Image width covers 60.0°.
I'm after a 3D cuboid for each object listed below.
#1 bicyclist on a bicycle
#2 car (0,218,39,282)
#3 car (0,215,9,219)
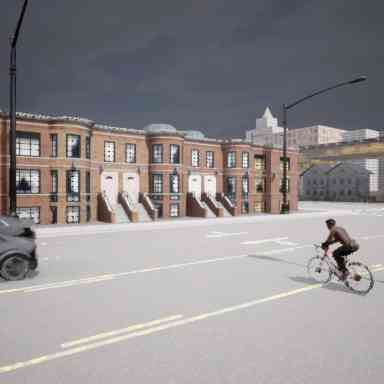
[{"bbox_3d":[3.374,1.453,7.722,0.582,1.620,1.656,0,-1,-35],"label":"bicyclist on a bicycle"},{"bbox_3d":[-6.100,1.564,8.248,4.181,1.385,1.994,0,0,-36],"label":"car"},{"bbox_3d":[-7.935,1.491,11.259,4.902,1.511,2.128,0,0,-34],"label":"car"}]
